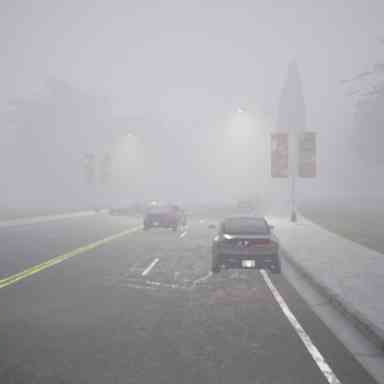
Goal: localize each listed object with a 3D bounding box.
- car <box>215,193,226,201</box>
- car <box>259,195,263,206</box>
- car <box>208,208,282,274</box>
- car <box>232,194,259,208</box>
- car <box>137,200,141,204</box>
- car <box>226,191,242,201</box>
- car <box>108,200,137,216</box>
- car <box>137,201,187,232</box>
[{"bbox_3d":[6.426,1.028,71.438,2.097,1.767,4.553,-1,0,18],"label":"car"},{"bbox_3d":[9.164,1.058,48.447,2.097,1.767,4.553,-1,0,18],"label":"car"},{"bbox_3d":[1.579,1.471,10.468,1.837,1.490,4.892,0,0,5],"label":"car"},{"bbox_3d":[6.336,1.292,38.848,1.812,1.442,4.674,-1,0,18],"label":"car"},{"bbox_3d":[-2.971,1.494,30.222,1.895,1.301,4.718,0,0,14],"label":"car"},{"bbox_3d":[9.374,0.873,69.990,2.150,2.045,5.566,-1,0,18],"label":"car"},{"bbox_3d":[-5.999,1.460,31.604,2.033,1.411,5.357,0,0,13],"label":"car"},{"bbox_3d":[-1.507,1.460,19.618,1.812,1.442,4.674,0,0,9],"label":"car"}]
